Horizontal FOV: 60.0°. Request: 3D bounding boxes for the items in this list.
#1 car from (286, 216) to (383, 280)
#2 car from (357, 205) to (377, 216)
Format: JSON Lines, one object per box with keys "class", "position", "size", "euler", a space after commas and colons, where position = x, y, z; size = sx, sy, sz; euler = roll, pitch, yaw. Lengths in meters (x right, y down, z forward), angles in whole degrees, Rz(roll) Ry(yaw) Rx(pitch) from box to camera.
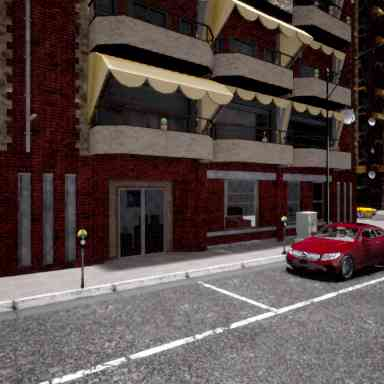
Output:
{"class": "car", "position": [4.616, 1.582, 9.901], "size": [4.206, 1.307, 1.802], "euler": [0, 0, -35]}
{"class": "car", "position": [15.558, 1.793, 32.961], "size": [1.882, 1.535, 5.008], "euler": [0, -1, -36]}
